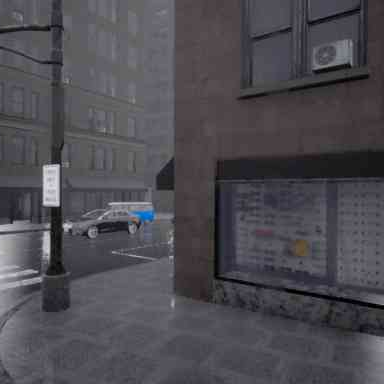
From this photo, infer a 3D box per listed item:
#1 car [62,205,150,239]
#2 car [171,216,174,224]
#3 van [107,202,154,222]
[{"bbox_3d":[-5.026,1.727,19.015,2.128,1.511,4.902,0,-1,35],"label":"car"},{"bbox_3d":[0.230,1.947,26.477,1.994,1.385,4.181,0,-1,36],"label":"car"},{"bbox_3d":[-4.536,1.636,24.198,1.690,1.788,3.998,-1,-1,35],"label":"van"}]
